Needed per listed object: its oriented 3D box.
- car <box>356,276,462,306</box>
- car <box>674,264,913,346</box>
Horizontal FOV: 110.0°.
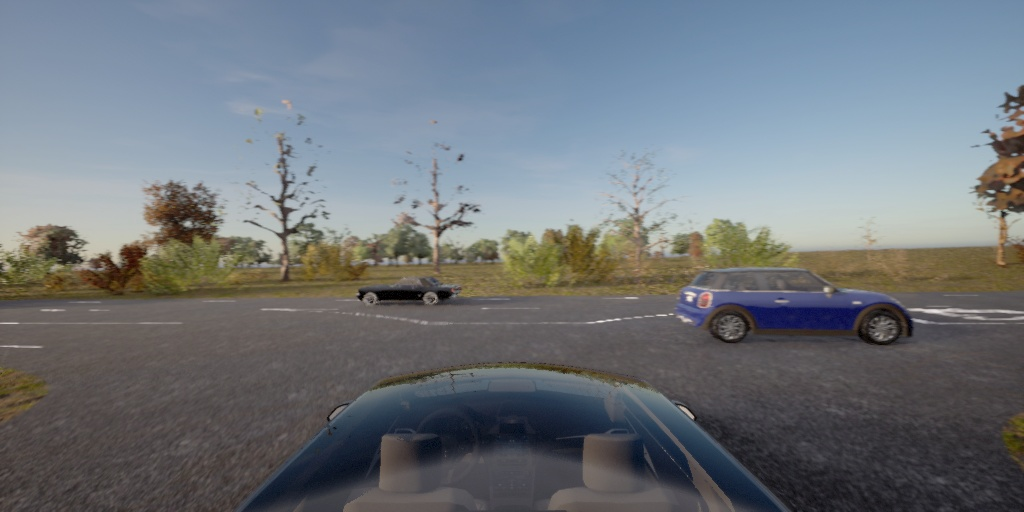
[{"bbox_3d":[-4.911,1.660,17.261,4.718,1.301,1.895,-1,-1,7],"label":"car"},{"bbox_3d":[6.570,1.051,8.777,4.553,1.767,2.097,-1,-1,7],"label":"car"}]
